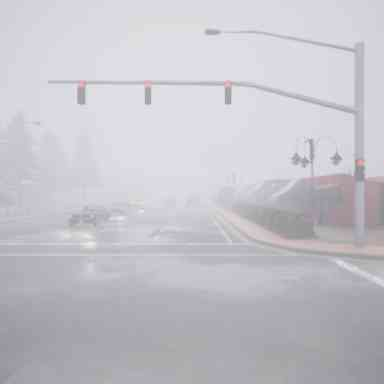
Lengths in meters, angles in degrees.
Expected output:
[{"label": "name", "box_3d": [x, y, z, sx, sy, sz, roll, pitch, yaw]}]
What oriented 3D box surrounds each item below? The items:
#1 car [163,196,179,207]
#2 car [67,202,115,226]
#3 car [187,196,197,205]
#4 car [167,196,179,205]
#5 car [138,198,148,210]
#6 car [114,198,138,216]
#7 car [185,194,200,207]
[{"label": "car", "box_3d": [-3.395, 1.398, 52.478, 2.097, 1.767, 4.553, 0, 0, 0]}, {"label": "car", "box_3d": [-7.088, 1.620, 23.423, 1.895, 1.301, 4.718, 0, 0, 0]}, {"label": "car", "box_3d": [0.007, 1.562, 62.420, 1.837, 1.490, 4.892, 0, 0, 0]}, {"label": "car", "box_3d": [-3.493, 1.532, 62.503, 1.882, 1.535, 5.008, 0, 0, 0]}, {"label": "car", "box_3d": [-7.057, 1.513, 43.846, 1.882, 1.535, 5.008, 0, 0, 0]}, {"label": "car", "box_3d": [-7.080, 1.574, 33.103, 2.033, 1.411, 5.357, 0, 0, 0]}, {"label": "car", "box_3d": [0.107, 1.271, 51.563, 2.150, 2.045, 5.566, 0, 0, 0]}]
